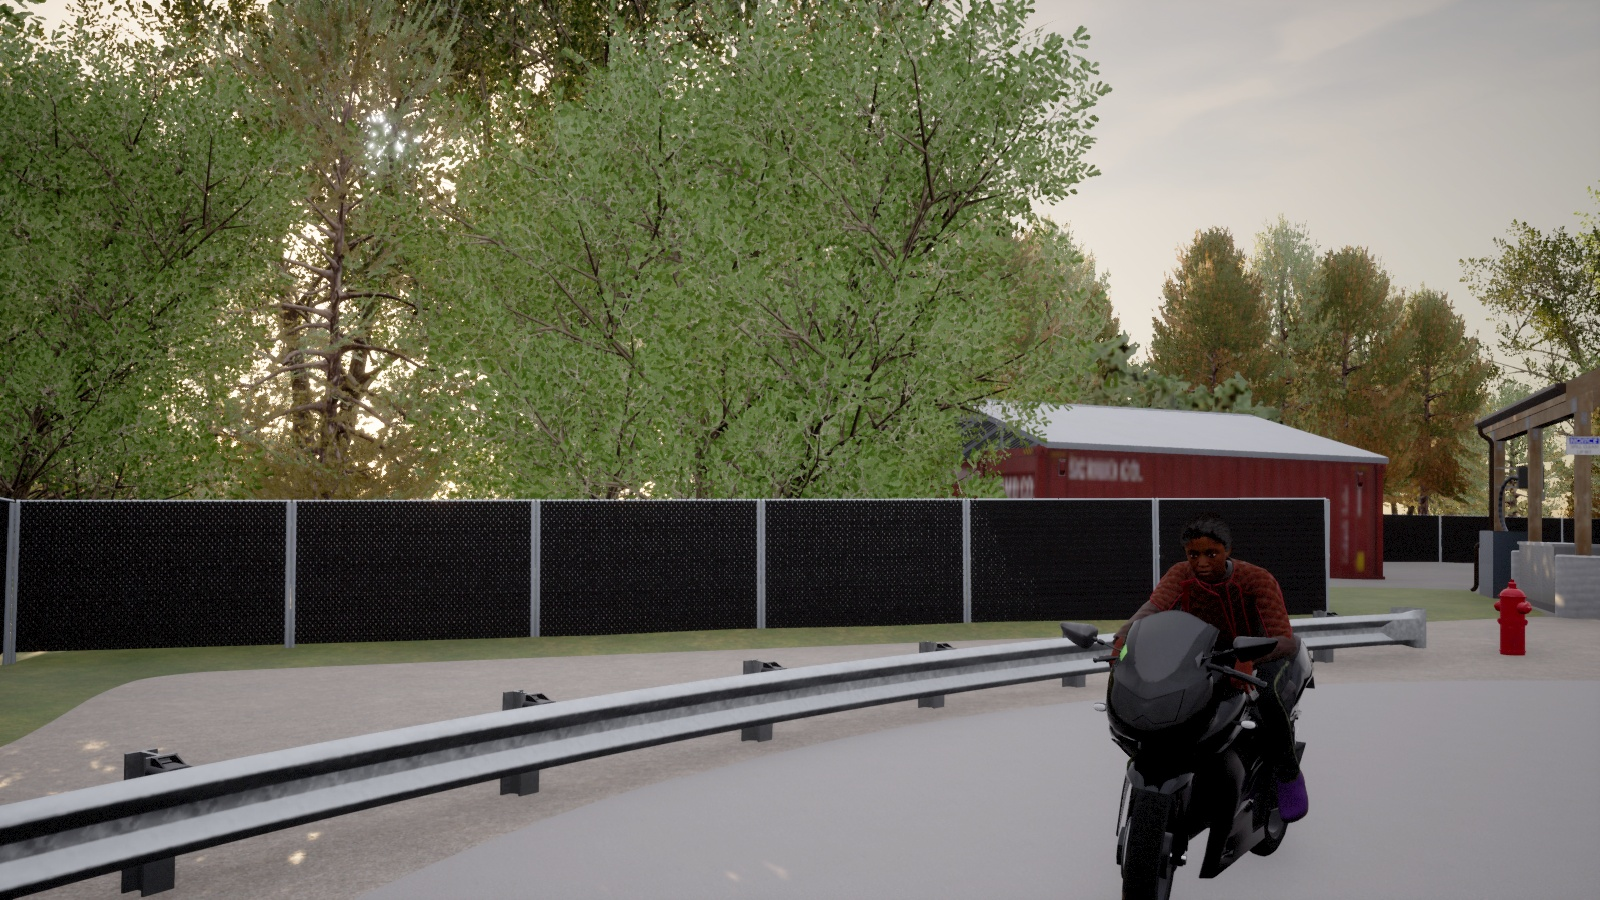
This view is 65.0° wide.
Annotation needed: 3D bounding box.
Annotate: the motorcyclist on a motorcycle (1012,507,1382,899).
[{"bbox_3d":[1.673,0.996,5.020,0.797,1.523,2.044,-1,-3,36],"label":"motorcyclist on a motorcycle"}]
